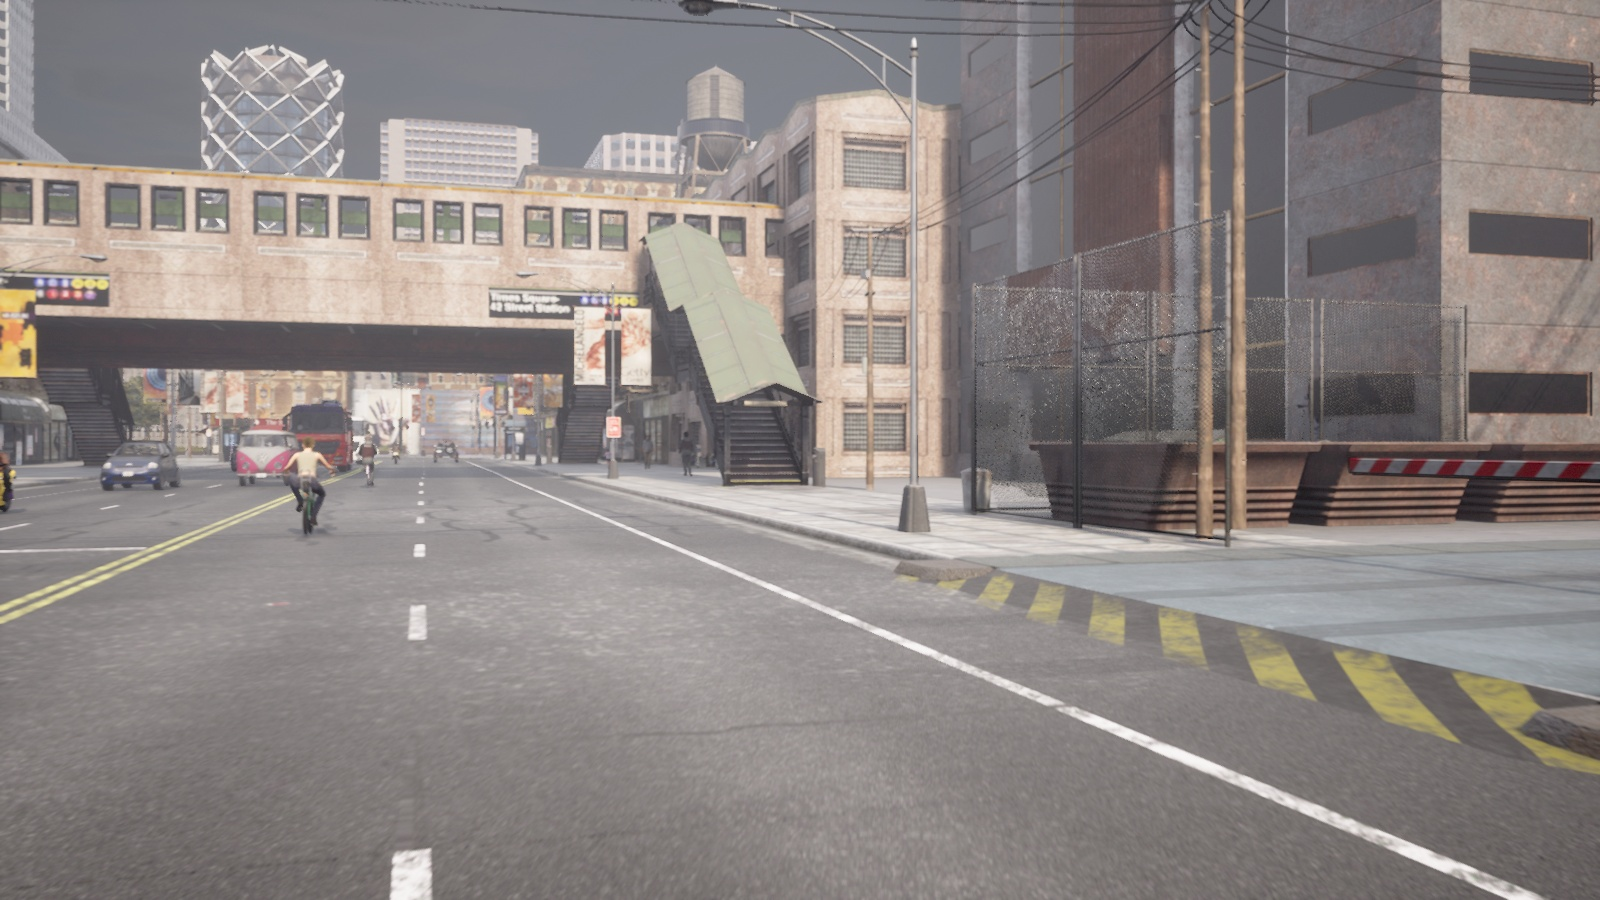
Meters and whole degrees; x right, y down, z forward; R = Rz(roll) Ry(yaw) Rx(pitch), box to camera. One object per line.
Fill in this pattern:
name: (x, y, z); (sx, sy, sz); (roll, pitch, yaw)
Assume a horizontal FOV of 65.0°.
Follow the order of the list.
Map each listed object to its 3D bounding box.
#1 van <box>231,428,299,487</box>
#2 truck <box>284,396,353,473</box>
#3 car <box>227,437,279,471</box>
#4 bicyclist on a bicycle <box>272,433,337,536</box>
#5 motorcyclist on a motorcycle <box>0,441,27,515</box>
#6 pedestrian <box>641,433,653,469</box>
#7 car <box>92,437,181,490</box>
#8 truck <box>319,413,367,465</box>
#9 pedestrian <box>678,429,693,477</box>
van: (-19.140, 0.236, 45.075); (1.775, 1.987, 4.442); (0, 0, -17)
truck: (-25.748, -0.808, 67.417); (2.891, 3.827, 8.468); (0, 0, -17)
car: (-29.607, 0.207, 68.098); (2.097, 1.767, 4.553); (0, 0, -17)
bicyclist on a bicycle: (-8.096, 0.566, 20.569); (0.866, 1.612, 1.509); (0, -2, -17)
motorcyclist on a motorcycle: (-17.074, 0.569, 26.493); (0.797, 1.523, 2.044); (0, 0, -17)
pedestrian: (-7.795, 0.047, 63.995); (0.540, 1.848, 0.694); (0, 0, -16)
car: (-21.542, 0.402, 40.920); (1.851, 1.617, 3.988); (0, 0, -17)
truck: (-32.147, -0.746, 88.594); (2.891, 3.462, 7.936); (0, 0, -18)
pedestrian: (-4.679, 0.119, 51.282); (0.402, 1.930, 0.666); (0, 0, -22)
